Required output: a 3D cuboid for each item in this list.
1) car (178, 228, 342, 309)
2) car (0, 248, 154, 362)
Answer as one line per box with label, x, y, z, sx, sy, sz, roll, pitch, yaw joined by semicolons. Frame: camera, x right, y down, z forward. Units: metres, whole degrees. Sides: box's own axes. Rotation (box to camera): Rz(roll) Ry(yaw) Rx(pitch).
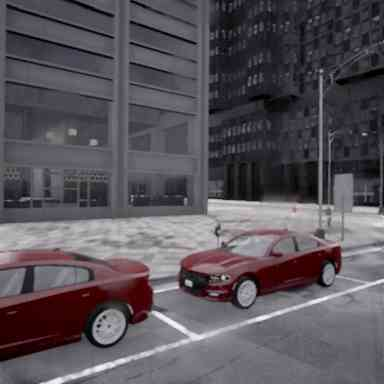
car;1.766;1.591;7.946;4.507;1.381;1.887;1;0;-36
car;-2.721;1.548;4.722;4.507;1.381;1.887;1;0;-36
